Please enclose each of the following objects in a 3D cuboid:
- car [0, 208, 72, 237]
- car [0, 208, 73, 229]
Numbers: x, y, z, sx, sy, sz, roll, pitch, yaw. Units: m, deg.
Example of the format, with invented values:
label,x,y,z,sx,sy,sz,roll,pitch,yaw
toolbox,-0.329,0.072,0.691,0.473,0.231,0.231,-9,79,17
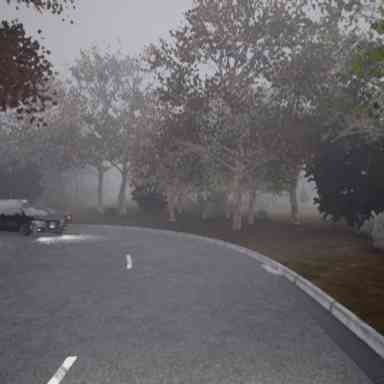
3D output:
label,x,y,z,sx,sy,sz,roll,pitch,yaw
car,-8.541,1.511,17.438,4.181,1.385,1.994,0,-3,32
car,-10.676,1.750,22.540,4.718,1.301,1.895,-1,-3,18
